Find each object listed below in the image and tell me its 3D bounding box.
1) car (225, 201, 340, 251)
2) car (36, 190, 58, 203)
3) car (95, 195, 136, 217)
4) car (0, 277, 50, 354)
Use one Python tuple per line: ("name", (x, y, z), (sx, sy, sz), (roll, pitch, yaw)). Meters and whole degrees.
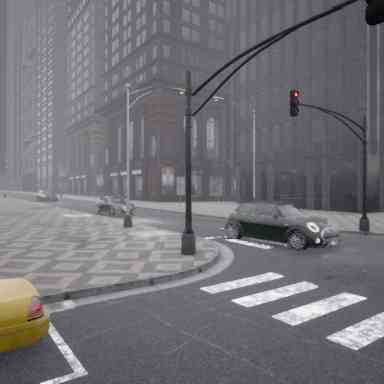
("car", (3.580, 1.202, 13.621), (2.097, 1.767, 4.553), (0, 1, -42))
("car", (-19.883, 0.486, 45.595), (2.097, 1.767, 4.553), (0, 1, -35))
("car", (-6.128, 1.042, 26.311), (2.128, 1.511, 4.902), (0, 1, -36))
("car", (-4.223, 1.525, 3.641), (4.829, 1.417, 1.752), (0, 0, -35))
